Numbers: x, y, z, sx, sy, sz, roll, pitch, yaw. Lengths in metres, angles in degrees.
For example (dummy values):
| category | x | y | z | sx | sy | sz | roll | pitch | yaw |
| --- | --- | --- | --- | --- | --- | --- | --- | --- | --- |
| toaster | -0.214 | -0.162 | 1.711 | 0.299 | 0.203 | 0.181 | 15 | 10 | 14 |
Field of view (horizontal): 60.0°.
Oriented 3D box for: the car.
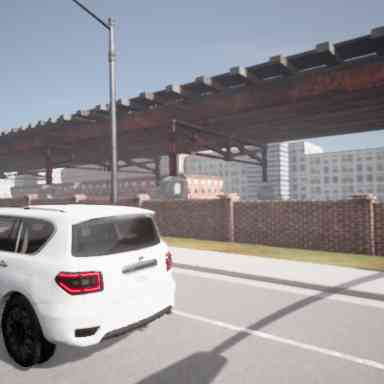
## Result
| category | x | y | z | sx | sy | sz | roll | pitch | yaw |
| --- | --- | --- | --- | --- | --- | --- | --- | --- | --- |
| car | -2.865 | 1.245 | 6.034 | 5.566 | 2.045 | 2.150 | 0 | 0 | 35 |
